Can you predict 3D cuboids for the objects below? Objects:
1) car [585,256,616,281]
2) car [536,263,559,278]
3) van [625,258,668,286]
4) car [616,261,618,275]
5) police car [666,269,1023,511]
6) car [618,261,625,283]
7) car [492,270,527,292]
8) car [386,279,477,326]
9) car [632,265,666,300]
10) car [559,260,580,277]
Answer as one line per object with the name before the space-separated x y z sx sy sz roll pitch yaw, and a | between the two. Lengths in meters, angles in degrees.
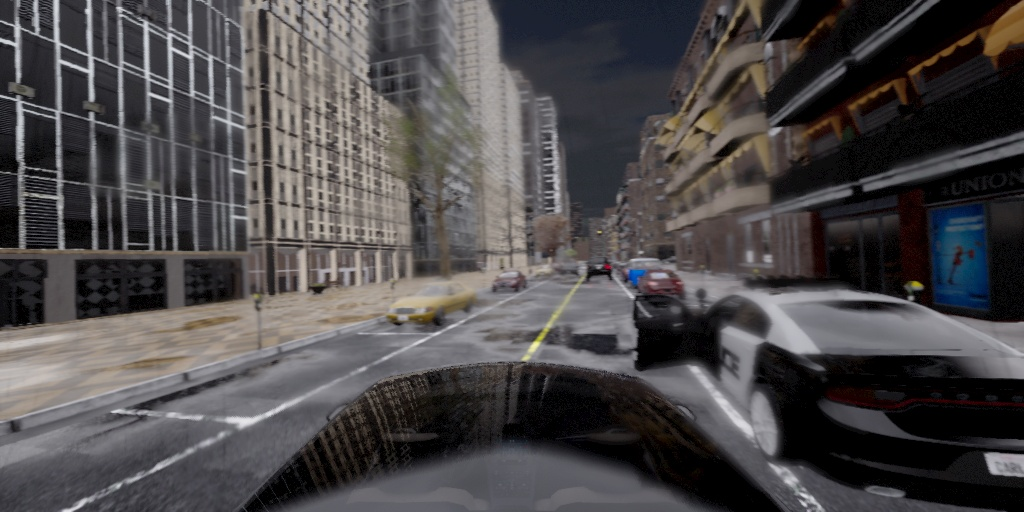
car | 7.750 1.052 31.956 2.150 2.045 5.566 -2 -1 14
car | 3.763 1.616 39.857 1.751 1.417 4.829 0 0 13
van | 8.098 1.027 21.936 1.690 1.789 3.998 0 0 13
car | 11.947 1.294 38.081 2.007 1.370 4.403 0 0 13
police car | 3.621 1.068 4.688 1.930 1.638 5.238 -2 -1 13
car | 9.381 1.145 27.318 1.967 1.591 4.097 0 0 13
car | -0.047 1.616 23.878 1.802 1.307 4.207 0 0 13
car | -2.652 1.522 12.948 1.751 1.417 4.829 0 0 13
car | 6.815 1.250 16.555 1.802 1.307 4.207 0 0 13
car | 6.548 1.491 40.176 1.837 1.490 4.892 -2 -1 14
